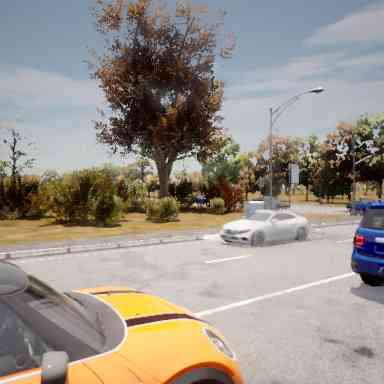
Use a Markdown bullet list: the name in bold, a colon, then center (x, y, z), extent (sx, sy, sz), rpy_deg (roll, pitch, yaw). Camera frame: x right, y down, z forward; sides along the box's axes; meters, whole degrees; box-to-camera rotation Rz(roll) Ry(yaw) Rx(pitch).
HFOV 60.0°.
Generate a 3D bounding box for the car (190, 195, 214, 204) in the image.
- **car**: center (1.763, 1.447, 62.435), extent (1.882, 1.535, 5.008), rpy_deg (0, 0, -34)

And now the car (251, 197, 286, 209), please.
- **car**: center (11.034, 1.510, 48.278), extent (1.882, 1.535, 5.008), rpy_deg (0, 0, -33)

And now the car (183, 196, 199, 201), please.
- **car**: center (-1.302, 1.564, 60.723), extent (1.895, 1.301, 4.718), rpy_deg (0, 0, -34)

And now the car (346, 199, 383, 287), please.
- **car**: center (6.168, 1.232, 8.157), extent (5.566, 2.045, 2.150), rpy_deg (0, 0, -35)

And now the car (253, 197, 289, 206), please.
- **car**: center (10.240, 1.581, 43.019), extent (2.033, 1.411, 5.357), rpy_deg (0, 0, -32)

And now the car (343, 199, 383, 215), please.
- **car**: center (19.188, 1.532, 35.903), extent (2.128, 1.511, 4.902), rpy_deg (0, 0, -36)

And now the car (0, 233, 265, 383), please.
- **car**: center (-1.734, 1.352, 2.509), extent (4.553, 1.767, 2.097), rpy_deg (0, 0, -36)

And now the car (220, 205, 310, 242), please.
- **car**: center (3.400, 1.538, 14.990), extent (4.674, 1.442, 1.812), rpy_deg (0, 0, -35)

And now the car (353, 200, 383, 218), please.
- **car**: center (17.131, 1.512, 29.975), extent (1.882, 1.535, 5.008), rpy_deg (1, 0, -15)
